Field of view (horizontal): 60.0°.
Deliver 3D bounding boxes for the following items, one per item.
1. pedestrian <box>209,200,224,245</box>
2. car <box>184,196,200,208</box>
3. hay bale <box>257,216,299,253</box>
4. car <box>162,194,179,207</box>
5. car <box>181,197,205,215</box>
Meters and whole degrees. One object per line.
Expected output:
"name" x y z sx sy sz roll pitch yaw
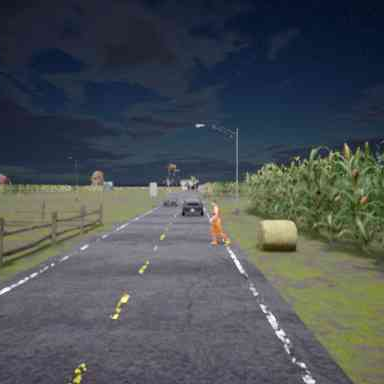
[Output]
"pedestrian" 0.960 1.173 13.206 0.375 1.860 0.375 -1 1 -5
"car" 0.031 1.218 40.733 1.895 1.301 4.718 0 1 1
"hay bale" 3.131 1.543 12.278 1.220 1.180 1.240 1 1 0
"car" -2.759 1.095 43.869 1.837 1.490 4.892 0 0 0
"car" 0.075 1.229 29.816 1.837 1.490 4.892 0 1 0
